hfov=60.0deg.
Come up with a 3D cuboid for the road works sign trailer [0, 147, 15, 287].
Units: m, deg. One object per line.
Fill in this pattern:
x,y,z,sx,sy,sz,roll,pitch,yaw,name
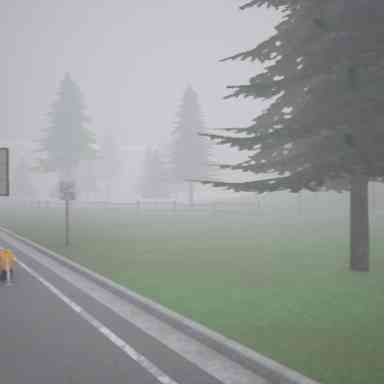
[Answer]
-6.088,0.511,8.588,2.380,3.560,2.880,0,0,-38,road works sign trailer
